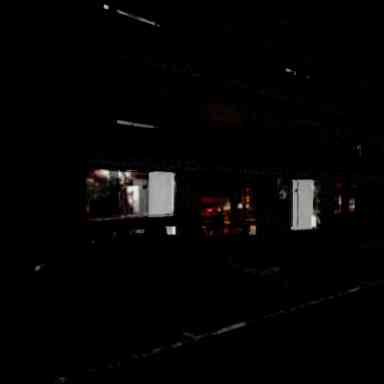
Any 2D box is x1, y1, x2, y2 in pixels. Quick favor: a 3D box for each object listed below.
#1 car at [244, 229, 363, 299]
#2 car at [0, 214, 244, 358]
[{"bbox_3d":[2.772,1.633,8.538,4.206,1.307,1.802,1,0,-36],"label":"car"},{"bbox_3d":[-1.814,1.326,5.263,5.009,1.841,2.192,1,0,-36],"label":"car"}]
